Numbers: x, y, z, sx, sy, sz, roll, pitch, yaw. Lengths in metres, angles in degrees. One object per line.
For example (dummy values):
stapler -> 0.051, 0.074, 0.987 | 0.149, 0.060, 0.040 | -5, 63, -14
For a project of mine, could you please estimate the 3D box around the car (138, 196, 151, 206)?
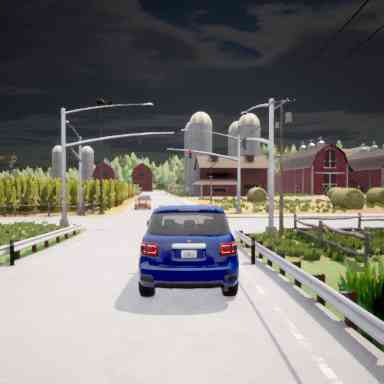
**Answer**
car -> -7.602, 1.393, 53.170 | 1.994, 1.385, 4.181 | 0, 1, -8

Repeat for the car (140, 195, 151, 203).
car -> -8.849, 1.233, 63.134 | 1.994, 1.385, 4.181 | 0, 1, -7

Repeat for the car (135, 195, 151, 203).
car -> -6.390, 1.335, 43.508 | 2.097, 1.767, 4.553 | 0, 1, -7

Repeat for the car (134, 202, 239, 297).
car -> -0.109, 1.365, 9.053 | 2.150, 2.045, 5.566 | 0, -2, -1
